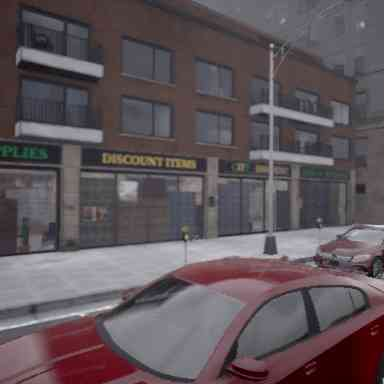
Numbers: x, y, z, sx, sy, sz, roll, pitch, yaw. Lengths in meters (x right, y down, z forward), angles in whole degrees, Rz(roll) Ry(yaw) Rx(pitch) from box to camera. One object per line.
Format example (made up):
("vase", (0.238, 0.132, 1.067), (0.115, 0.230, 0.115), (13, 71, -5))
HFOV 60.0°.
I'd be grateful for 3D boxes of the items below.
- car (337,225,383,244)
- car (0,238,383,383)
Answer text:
("car", (5.500, 1.676, 10.113), (4.206, 1.307, 1.802), (1, 0, -36))
("car", (0.377, 1.497, 3.341), (5.008, 1.535, 1.882), (1, 0, -36))
